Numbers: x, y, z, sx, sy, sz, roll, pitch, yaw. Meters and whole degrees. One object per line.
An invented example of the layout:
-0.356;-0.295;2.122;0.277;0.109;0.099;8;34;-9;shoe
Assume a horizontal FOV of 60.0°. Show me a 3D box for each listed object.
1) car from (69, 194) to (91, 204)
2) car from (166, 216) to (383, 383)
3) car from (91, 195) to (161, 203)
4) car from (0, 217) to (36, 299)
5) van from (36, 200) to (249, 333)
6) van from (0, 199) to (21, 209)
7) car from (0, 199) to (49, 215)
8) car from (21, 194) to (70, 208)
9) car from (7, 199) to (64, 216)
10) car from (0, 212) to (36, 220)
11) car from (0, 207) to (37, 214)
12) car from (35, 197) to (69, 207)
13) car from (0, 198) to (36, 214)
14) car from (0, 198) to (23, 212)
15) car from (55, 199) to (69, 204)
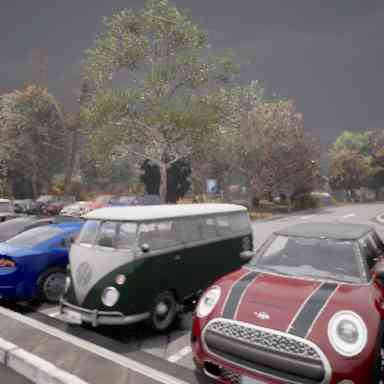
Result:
-6.699;1.237;27.290;2.435;2.045;5.566;0;0;35;car
1.930;1.351;5.178;2.185;1.767;4.553;0;0;35;car
-4.529;1.236;25.748;2.435;2.045;5.566;0;0;35;car
-2.660;1.479;8.398;2.097;1.535;5.008;0;0;35;car
-0.440;1.252;6.682;1.878;1.987;4.442;0;0;35;van
-9.578;1.258;13.181;1.878;1.987;4.442;0;0;35;van
-18.045;1.552;35.359;2.163;1.488;4.792;0;0;35;car
-13.507;1.252;32.133;2.435;2.045;5.566;0;0;35;car
-15.742;1.541;33.792;2.163;1.488;4.792;0;0;35;car
-4.958;1.510;10.003;2.163;1.488;4.792;0;0;35;car
-7.243;1.512;11.627;2.163;1.488;4.792;0;0;35;car
-11.223;1.497;30.537;2.097;1.535;5.008;0;0;35;car
-20.301;1.532;36.992;2.097;1.535;5.008;0;0;35;car
-22.676;1.540;38.461;1.946;1.575;5.366;0;0;35;car
-9.053;1.532;28.997;2.002;1.452;4.674;0;0;35;car
